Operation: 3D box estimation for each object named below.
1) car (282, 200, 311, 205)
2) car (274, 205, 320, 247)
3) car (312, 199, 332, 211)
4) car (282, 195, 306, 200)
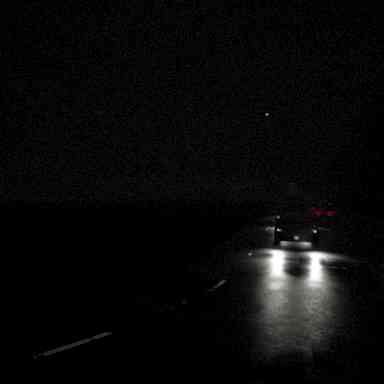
[{"bbox_3d":[7.769,1.591,25.260,1.837,1.490,4.892,0,0,17],"label":"car"},{"bbox_3d":[4.876,1.578,15.596,1.812,1.442,4.674,0,0,17],"label":"car"},{"bbox_3d":[17.137,1.649,43.661,1.812,1.442,4.674,0,0,17],"label":"car"},{"bbox_3d":[10.856,1.325,35.525,2.150,2.045,5.566,0,0,17],"label":"car"}]
